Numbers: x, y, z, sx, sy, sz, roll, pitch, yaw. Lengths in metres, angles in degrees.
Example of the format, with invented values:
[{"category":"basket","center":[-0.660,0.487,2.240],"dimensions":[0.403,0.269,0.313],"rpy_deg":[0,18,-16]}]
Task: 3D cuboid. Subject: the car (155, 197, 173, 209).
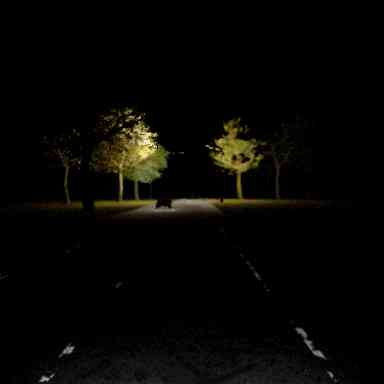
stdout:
[{"category":"car","center":[-3.545,1.367,42.709],"dimensions":[1.812,1.442,4.674],"rpy_deg":[0,0,1]}]
